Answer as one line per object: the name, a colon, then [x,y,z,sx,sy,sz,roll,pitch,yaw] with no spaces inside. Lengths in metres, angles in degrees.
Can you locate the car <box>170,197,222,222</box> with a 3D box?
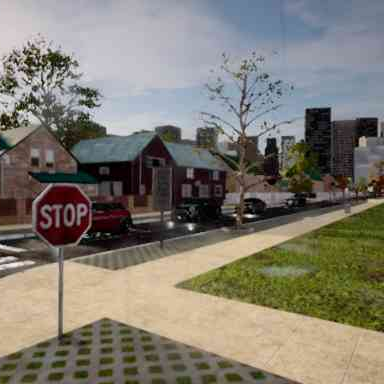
car: [0.391,1.178,24.689,2.097,1.767,4.553,1,1,34]

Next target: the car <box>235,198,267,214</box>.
car: [5.903,1.300,32.910,1.812,1.442,4.674,1,1,34]

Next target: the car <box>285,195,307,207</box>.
car: [14.089,1.192,45.018,2.128,1.511,4.902,1,1,34]

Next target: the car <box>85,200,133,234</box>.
car: [-5.132,1.230,16.517,2.097,1.767,4.553,1,1,35]
